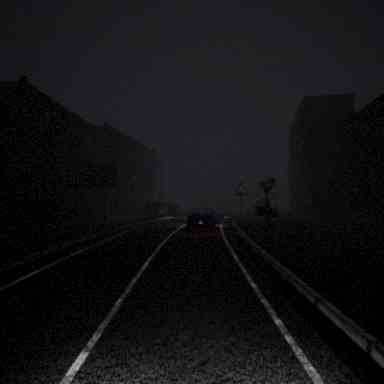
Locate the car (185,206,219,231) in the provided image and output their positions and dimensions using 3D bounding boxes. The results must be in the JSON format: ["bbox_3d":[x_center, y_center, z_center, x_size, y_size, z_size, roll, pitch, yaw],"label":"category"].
[{"bbox_3d":[0.713,1.801,22.957,1.882,1.535,5.008,0,-1,4],"label":"car"}]

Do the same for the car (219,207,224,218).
[{"bbox_3d":[2.911,2.498,41.280,1.812,1.442,4.674,-1,-2,9],"label":"car"}]

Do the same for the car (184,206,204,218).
[{"bbox_3d":[0.387,2.614,45.302,1.882,1.535,5.008,-1,-2,11],"label":"car"}]
